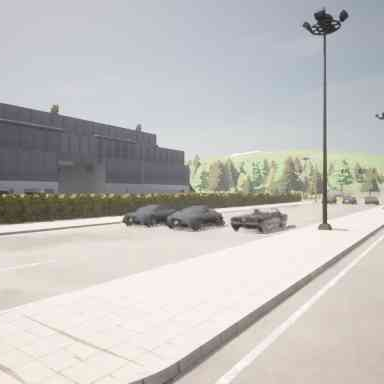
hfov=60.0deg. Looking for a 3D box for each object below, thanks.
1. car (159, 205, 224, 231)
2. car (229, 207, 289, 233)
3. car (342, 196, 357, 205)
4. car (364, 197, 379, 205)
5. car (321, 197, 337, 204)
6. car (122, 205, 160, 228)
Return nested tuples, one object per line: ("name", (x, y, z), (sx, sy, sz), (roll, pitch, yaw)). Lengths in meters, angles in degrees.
("car", (0.258, 1.564, 20.624), (1.994, 1.385, 4.181), (0, 0, 36))
("car", (4.110, 1.601, 19.983), (1.895, 1.301, 4.718), (0, 0, 36))
("car", (28.098, 1.493, 59.328), (2.128, 1.511, 4.902), (0, 0, 36))
("car", (31.192, 1.529, 57.634), (1.812, 1.442, 4.674), (0, 0, 36))
("car", (25.474, 1.547, 61.673), (2.033, 1.411, 5.357), (0, 0, 35))
("car", (-2.688, 1.564, 22.524), (1.994, 1.385, 4.181), (0, 0, 36))
